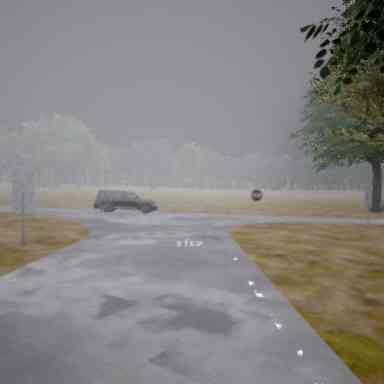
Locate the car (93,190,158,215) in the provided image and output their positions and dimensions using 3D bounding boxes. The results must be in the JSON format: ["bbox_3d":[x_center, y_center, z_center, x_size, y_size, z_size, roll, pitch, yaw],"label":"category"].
[{"bbox_3d":[-5.783,0.877,29.125,5.566,2.045,2.150,2,-1,-3],"label":"car"}]
